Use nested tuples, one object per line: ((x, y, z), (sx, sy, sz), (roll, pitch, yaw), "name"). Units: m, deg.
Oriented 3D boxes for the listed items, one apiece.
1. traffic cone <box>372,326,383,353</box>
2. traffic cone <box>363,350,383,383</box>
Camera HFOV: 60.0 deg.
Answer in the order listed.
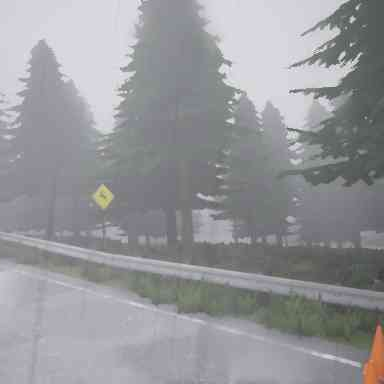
((2.323, 1.956, 4.118), (0.340, 0.580, 0.340), (0, 0, 34), "traffic cone")
((1.777, 1.956, 3.283), (0.340, 0.580, 0.340), (0, 0, 34), "traffic cone")
